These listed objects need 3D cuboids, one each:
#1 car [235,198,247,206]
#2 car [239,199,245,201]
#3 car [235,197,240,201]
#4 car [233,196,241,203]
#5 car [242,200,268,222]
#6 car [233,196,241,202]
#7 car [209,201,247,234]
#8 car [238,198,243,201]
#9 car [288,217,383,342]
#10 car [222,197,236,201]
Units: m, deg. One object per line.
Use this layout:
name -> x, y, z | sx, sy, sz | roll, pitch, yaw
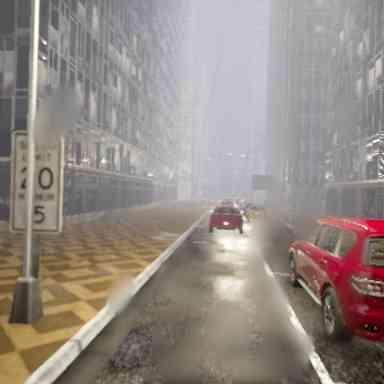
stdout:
car -> 8.988, 1.821, 61.440 | 1.887, 1.381, 4.507 | 2, 0, 6
car -> 6.037, 1.730, 33.841 | 1.887, 1.381, 4.507 | 2, 0, 6
car -> 7.217, 1.773, 44.881 | 2.008, 1.369, 4.403 | 2, 0, 6
car -> 11.367, 1.872, 83.689 | 1.752, 1.417, 4.829 | 2, 0, 6
car -> 5.465, 1.693, 28.491 | 1.752, 1.417, 4.829 | 2, 0, 6
car -> 11.939, 1.913, 89.040 | 2.008, 1.369, 4.403 | 2, 0, 6
car -> 2.102, 1.547, 20.245 | 1.882, 1.535, 5.008 | 2, 0, 6
car -> 6.626, 1.786, 39.361 | 1.802, 1.307, 4.206 | 2, 0, 6
car -> 3.246, 1.410, 6.460 | 2.192, 1.841, 5.009 | 2, 0, 6
car -> 5.118, 1.668, 48.435 | 1.837, 1.490, 4.892 | 2, 0, 6
